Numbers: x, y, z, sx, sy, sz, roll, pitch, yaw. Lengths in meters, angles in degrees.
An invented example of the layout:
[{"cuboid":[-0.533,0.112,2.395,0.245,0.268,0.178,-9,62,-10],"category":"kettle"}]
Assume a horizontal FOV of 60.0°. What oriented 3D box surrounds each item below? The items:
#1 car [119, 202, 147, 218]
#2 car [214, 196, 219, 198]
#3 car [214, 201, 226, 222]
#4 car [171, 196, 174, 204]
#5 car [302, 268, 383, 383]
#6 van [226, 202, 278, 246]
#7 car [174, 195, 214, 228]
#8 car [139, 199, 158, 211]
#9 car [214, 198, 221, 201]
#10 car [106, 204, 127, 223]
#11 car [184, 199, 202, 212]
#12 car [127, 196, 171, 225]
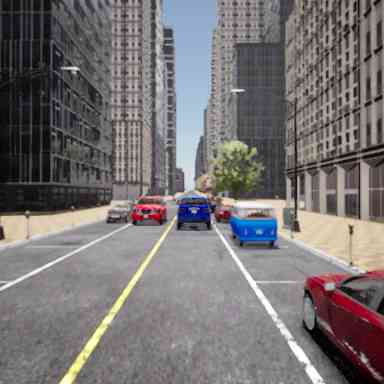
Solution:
[{"cuboid":[-5.641,1.681,32.382,1.947,1.339,4.313,0,0,0],"category":"car"},{"cuboid":[2.756,1.461,43.765,2.192,1.841,5.009,0,0,0],"category":"car"},{"cuboid":[2.730,1.678,26.674,1.802,1.307,4.206,0,0,0],"category":"car"},{"cuboid":[-2.906,1.523,66.419,2.128,1.511,4.902,0,0,0],"category":"car"},{"cuboid":[2.698,1.561,3.884,1.887,1.381,4.507,0,0,0],"category":"car"},{"cuboid":[2.715,1.399,15.278,1.690,1.788,3.998,0,0,0],"category":"van"},{"cuboid":[0.133,1.304,22.844,2.150,2.045,5.566,0,0,0],"category":"car"},{"cuboid":[-5.625,1.672,43.607,1.752,1.417,4.829,0,0,0],"category":"car"},{"cuboid":[2.747,1.696,38.068,1.947,1.339,4.313,0,0,0],"category":"car"},{"cuboid":[-5.650,1.648,26.686,2.008,1.369,4.403,0,0,0],"category":"car"},{"cuboid":[0.160,1.632,41.554,2.128,1.511,4.902,0,0,0],"category":"car"},{"cuboid":[-3.065,1.315,24.957,2.150,2.045,5.566,0,-1,0],"category":"car"}]
